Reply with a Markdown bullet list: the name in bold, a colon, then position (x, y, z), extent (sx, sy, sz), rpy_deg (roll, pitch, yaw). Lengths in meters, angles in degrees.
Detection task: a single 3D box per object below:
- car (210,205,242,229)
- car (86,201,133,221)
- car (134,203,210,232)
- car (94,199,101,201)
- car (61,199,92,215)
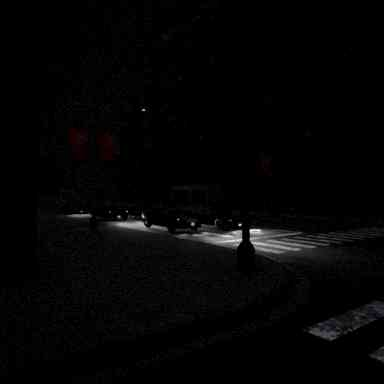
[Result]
- **car**: position (1.454, 1.609, 22.338), extent (2.033, 1.411, 5.357), rpy_deg (0, 0, -33)
- **car**: position (-7.201, 1.696, 28.747), extent (1.895, 1.301, 4.718), rpy_deg (0, 0, -36)
- **car**: position (-1.387, 1.548, 20.661), extent (2.128, 1.511, 4.902), rpy_deg (0, 0, -36)
- **car**: position (-12.053, 1.642, 41.096), extent (2.128, 1.511, 4.902), rpy_deg (0, 0, -35)
- **car**: position (-13.012, 1.679, 36.848), extent (2.033, 1.411, 5.357), rpy_deg (0, 0, -35)
